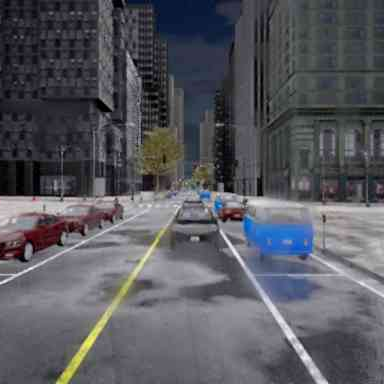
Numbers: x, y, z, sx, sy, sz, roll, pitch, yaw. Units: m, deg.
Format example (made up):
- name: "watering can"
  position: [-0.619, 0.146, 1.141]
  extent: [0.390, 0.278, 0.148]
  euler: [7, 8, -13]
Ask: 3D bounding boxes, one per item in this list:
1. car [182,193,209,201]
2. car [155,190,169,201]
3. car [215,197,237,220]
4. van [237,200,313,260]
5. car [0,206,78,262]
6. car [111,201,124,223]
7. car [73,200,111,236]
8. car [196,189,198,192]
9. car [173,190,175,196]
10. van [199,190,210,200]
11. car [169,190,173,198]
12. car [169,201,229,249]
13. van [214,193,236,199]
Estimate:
- name: "car"
  position: [0.107, 1.142, 29.479]
  extent: [2.128, 1.511, 4.902]
  euler: [0, 1, 0]
- name: "car"
  position: [-5.746, 0.827, 60.494]
  extent: [1.752, 1.417, 4.829]
  euler: [0, 1, 0]
- name: "car"
  position: [2.786, 1.276, 22.552]
  extent: [1.887, 1.381, 4.507]
  euler: [0, 1, 0]
- name: "van"
  position: [2.781, 1.202, 11.501]
  extent: [1.690, 1.788, 3.998]
  euler: [0, 1, 0]
- name: "car"
  position: [-5.771, 1.407, 11.524]
  extent: [1.887, 1.381, 4.507]
  euler: [0, 1, 0]
- name: "car"
  position: [-5.769, 1.277, 22.574]
  extent: [1.887, 1.381, 4.507]
  euler: [0, 1, 0]
- name: "car"
  position: [-5.770, 1.341, 17.049]
  extent: [1.887, 1.381, 4.507]
  euler: [0, 1, 0]
- name: "car"
  position: [2.795, 0.558, 87.711]
  extent: [2.008, 1.369, 4.403]
  euler: [0, 1, 0]
- name: "car"
  position: [-5.733, 0.442, 76.530]
  extent: [2.192, 1.841, 5.009]
  euler: [0, 1, 0]
- name: "van"
  position: [2.788, 0.580, 66.057]
  extent: [1.690, 1.788, 3.998]
  euler: [0, 1, 0]
- name: "car"
  position: [-5.736, 0.729, 71.244]
  extent: [1.887, 1.381, 4.507]
  euler: [0, 1, 0]
- name: "car"
  position: [0.099, 1.328, 13.604]
  extent: [2.128, 1.511, 4.902]
  euler: [0, 1, 0]
- name: "van"
  position: [2.789, 1.008, 28.075]
  extent: [1.690, 1.788, 3.998]
  euler: [0, 1, 0]
